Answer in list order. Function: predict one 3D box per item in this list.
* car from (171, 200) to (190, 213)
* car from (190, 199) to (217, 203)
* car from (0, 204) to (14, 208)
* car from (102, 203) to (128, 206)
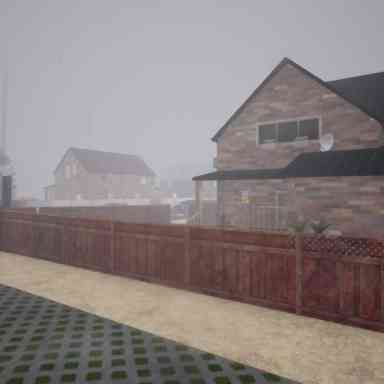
[{"bbox_3d":[-0.490,1.713,39.665,1.837,1.490,4.892,0,0,35],"label":"car"},{"bbox_3d":[2.249,1.576,38.449,2.097,1.767,4.553,0,0,35],"label":"car"},{"bbox_3d":[-13.252,1.577,21.632,1.837,1.490,4.892,0,0,34],"label":"car"},{"bbox_3d":[-7.130,1.683,30.334,2.033,1.411,5.357,0,0,35],"label":"car"}]
